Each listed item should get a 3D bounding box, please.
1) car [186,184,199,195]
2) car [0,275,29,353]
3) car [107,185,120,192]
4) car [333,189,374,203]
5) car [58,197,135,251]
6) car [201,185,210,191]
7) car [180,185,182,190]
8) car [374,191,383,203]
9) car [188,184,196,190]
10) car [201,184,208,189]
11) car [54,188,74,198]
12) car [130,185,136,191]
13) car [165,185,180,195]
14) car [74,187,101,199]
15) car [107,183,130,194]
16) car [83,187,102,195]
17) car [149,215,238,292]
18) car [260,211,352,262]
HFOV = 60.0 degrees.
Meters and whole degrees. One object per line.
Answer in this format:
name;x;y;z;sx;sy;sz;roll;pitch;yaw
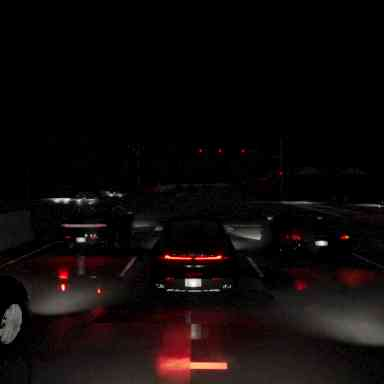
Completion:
car;0.056;-0.252;56.916;1.837;1.490;4.892;0;2;0
car;-3.407;1.478;3.156;1.837;1.490;4.892;0;0;0
car;-17.559;-0.806;74.235;1.812;1.442;4.674;0;2;0
car;17.943;0.419;36.208;4.902;1.511;2.128;0;2;2
car;-3.427;1.190;12.711;2.128;1.511;4.902;0;2;0
car;3.436;-1.092;81.069;1.882;1.535;5.008;0;2;0
car;-3.572;-1.332;90.644;2.033;1.411;5.357;0;2;0
car;21.347;0.595;32.578;5.357;1.411;2.033;0;2;2
car;-0.073;-1.373;91.896;2.033;1.411;5.357;0;2;0
car;3.427;-1.416;91.514;1.895;1.301;4.718;0;2;0
car;-17.628;0.147;46.597;1.994;1.385;4.181;0;2;0
car;-14.060;-0.923;76.362;1.882;1.535;5.008;0;2;0
car;-3.443;-0.104;55.323;1.895;1.301;4.718;0;2;0
car;-14.131;0.112;45.871;1.837;1.490;4.892;0;2;0
car;-14.085;-0.763;63.830;2.150;2.045;5.566;0;2;1
car;-17.609;-0.227;59.023;1.895;1.301;4.718;0;2;0
car;0.051;1.338;8.512;1.837;1.490;4.892;0;2;1
car;3.564;1.317;11.112;1.994;1.385;4.181;0;2;0
